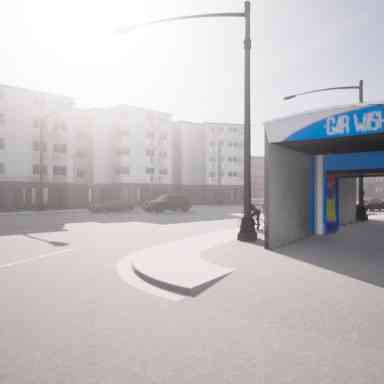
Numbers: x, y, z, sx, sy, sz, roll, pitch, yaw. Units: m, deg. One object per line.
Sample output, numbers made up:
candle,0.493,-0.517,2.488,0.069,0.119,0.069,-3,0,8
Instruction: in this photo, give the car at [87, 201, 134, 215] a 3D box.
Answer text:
car,-8.509,1.609,34.827,1.895,1.301,4.718,0,0,45

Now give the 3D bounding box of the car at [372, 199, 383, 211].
car,22.009,1.527,39.913,4.674,1.442,1.812,0,0,-18

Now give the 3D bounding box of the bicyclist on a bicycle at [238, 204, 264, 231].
bicyclist on a bicycle,3.233,1.303,18.267,1.656,1.620,0.582,0,0,38

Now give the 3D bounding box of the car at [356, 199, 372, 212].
car,15.684,1.603,34.084,4.718,1.301,1.895,0,0,-22

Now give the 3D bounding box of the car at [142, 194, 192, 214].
car,-2.584,1.228,35.610,5.566,2.045,2.150,0,0,-40
